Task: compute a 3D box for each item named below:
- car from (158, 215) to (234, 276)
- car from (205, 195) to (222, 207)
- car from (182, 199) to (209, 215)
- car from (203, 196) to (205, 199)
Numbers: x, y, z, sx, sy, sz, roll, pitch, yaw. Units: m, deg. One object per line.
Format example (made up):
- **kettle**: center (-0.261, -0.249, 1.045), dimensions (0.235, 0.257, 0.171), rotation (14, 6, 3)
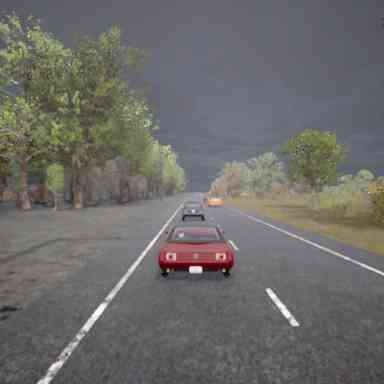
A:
- **car**: center (0.099, 1.603, 10.310), dimensions (1.895, 1.301, 4.718), rotation (0, 0, 0)
- **car**: center (3.605, 1.365, 52.959), dimensions (2.097, 1.767, 4.553), rotation (0, 0, 0)
- **car**: center (0.103, 1.553, 28.327), dimensions (2.033, 1.411, 5.357), rotation (0, 0, 0)
- **car**: center (3.511, 1.376, 73.082), dimensions (2.097, 1.767, 4.553), rotation (0, 0, 0)
